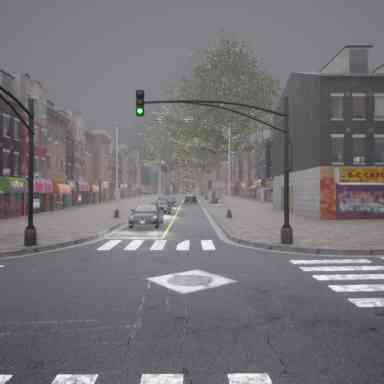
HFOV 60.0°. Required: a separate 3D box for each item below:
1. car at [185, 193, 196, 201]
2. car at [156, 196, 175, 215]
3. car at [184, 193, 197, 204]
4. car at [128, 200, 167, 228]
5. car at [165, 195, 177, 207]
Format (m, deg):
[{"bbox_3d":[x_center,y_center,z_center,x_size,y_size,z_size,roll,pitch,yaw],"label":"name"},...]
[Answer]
[{"bbox_3d":[-0.222,0.929,62.251,1.994,1.385,4.181,0,1,0],"label":"car"},{"bbox_3d":[-2.962,1.404,31.896,1.994,1.385,4.181,0,1,0],"label":"car"},{"bbox_3d":[-0.185,1.000,51.827,1.882,1.535,5.008,0,1,0],"label":"car"},{"bbox_3d":[-2.927,1.487,21.876,1.812,1.442,4.674,0,0,0],"label":"car"},{"bbox_3d":[-2.993,1.156,43.618,1.837,1.490,4.892,0,1,0],"label":"car"}]
